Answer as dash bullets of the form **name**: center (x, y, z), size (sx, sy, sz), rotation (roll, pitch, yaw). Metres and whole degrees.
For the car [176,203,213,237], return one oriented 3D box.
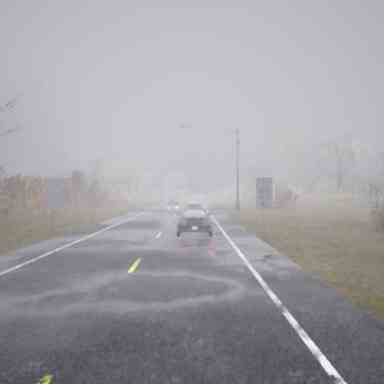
- **car**: center (0.123, 1.534, 18.077), size (1.812, 1.442, 4.674), rotation (0, 0, 0)

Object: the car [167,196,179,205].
- **car**: center (-3.224, 1.532, 57.707), size (1.837, 1.490, 4.892), rotation (0, 0, 1)

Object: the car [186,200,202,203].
- **car**: center (0.214, 1.543, 36.020), size (1.812, 1.442, 4.674), rotation (0, 0, 0)
